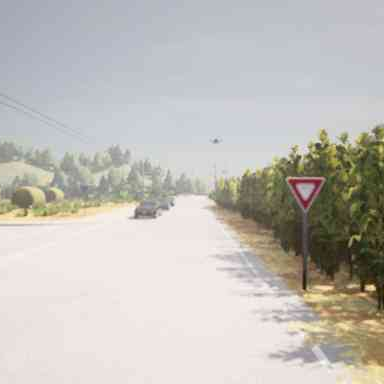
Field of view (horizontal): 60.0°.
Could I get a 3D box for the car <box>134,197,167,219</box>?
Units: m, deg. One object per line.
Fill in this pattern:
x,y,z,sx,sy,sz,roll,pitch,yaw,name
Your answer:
-3.674,1.427,28.577,1.837,1.490,4.892,0,0,4,car

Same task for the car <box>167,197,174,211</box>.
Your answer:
-3.513,1.400,38.468,1.837,1.490,4.892,0,0,0,car
